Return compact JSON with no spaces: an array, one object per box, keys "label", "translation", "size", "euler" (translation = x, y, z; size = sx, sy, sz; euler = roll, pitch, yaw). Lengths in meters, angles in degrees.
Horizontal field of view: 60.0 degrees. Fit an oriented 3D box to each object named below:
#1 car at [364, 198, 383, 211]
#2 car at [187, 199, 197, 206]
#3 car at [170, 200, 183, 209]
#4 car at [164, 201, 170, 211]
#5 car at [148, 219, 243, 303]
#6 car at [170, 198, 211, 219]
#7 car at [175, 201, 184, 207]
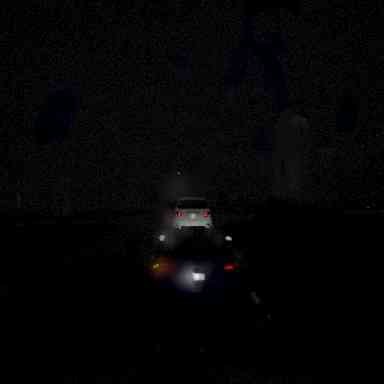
[{"label":"car","translation":[20.139,1.089,33.052],"size":[5.357,1.411,2.033],"euler":[-2,-1,0]},{"label":"car","translation":[0.019,2.419,77.856],"size":[2.097,1.767,4.553],"euler":[0,-1,0]},{"label":"car","translation":[-2.804,2.224,60.345],"size":[2.033,1.411,5.357],"euler":[0,-1,0]},{"label":"car","translation":[-2.836,2.002,47.178],"size":[1.994,1.385,4.181],"euler":[0,-1,0]},{"label":"car","translation":[0.095,1.615,8.401],"size":[1.994,1.385,4.181],"euler":[0,0,1]},{"label":"car","translation":[-0.098,1.362,20.334],"size":[2.150,2.045,5.566],"euler":[0,-1,-3]},{"label":"car","translation":[-2.732,2.602,75.603],"size":[1.895,1.301,4.718],"euler":[0,-1,0]}]
